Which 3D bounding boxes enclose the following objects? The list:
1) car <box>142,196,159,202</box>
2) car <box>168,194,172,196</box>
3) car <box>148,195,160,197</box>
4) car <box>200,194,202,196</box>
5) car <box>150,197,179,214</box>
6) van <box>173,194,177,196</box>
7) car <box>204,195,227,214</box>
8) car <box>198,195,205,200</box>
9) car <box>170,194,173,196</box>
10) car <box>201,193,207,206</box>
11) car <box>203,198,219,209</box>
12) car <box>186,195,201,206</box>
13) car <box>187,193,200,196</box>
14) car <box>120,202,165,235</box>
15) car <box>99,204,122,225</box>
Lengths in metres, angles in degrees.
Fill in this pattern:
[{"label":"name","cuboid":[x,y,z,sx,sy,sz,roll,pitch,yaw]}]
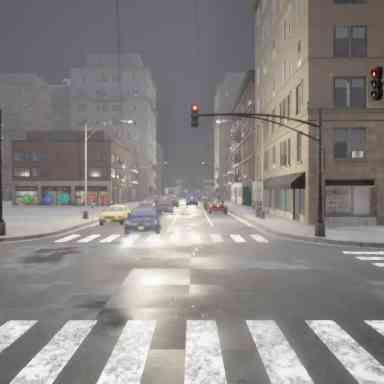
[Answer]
[{"label":"car","cuboid":[-5.398,1.552,41.056,2.008,1.369,4.403,0,0,0]},{"label":"car","cuboid":[-5.404,1.585,63.704,1.802,1.307,4.206,0,0,0]},{"label":"car","cuboid":[-5.400,1.317,46.718,2.192,1.841,5.009,0,0,0]},{"label":"car","cuboid":[2.619,1.554,69.367,2.008,1.369,4.403,0,0,0]},{"label":"car","cuboid":[-2.841,1.548,35.068,2.033,1.411,5.357,0,0,0]},{"label":"van","cuboid":[-5.410,1.347,86.351,1.690,1.788,3.998,0,0,0]},{"label":"car","cuboid":[2.628,1.441,35.396,1.967,1.590,4.097,0,0,0]},{"label":"car","cuboid":[2.613,1.573,92.015,1.947,1.339,4.313,0,0,0]},{"label":"car","cuboid":[-5.406,1.529,69.196,1.752,1.417,4.829,0,0,0]},{"label":"car","cuboid":[2.627,1.316,41.058,2.192,1.841,5.009,0,0,0]},{"label":"car","cuboid":[2.625,1.567,46.720,1.947,1.339,4.313,0,0,0]},{"label":"car","cuboid":[-0.014,1.603,53.887,1.895,1.301,4.718,0,0,0]},{"label":"car","cuboid":[-0.017,1.224,64.189,2.150,2.045,5.566,0,0,0]},{"label":"car","cuboid":[-2.642,1.526,18.779,1.812,1.442,4.674,0,0,-3]},{"label":"car","cuboid":[-5.394,1.525,23.900,1.752,1.417,4.829,0,0,0]}]
